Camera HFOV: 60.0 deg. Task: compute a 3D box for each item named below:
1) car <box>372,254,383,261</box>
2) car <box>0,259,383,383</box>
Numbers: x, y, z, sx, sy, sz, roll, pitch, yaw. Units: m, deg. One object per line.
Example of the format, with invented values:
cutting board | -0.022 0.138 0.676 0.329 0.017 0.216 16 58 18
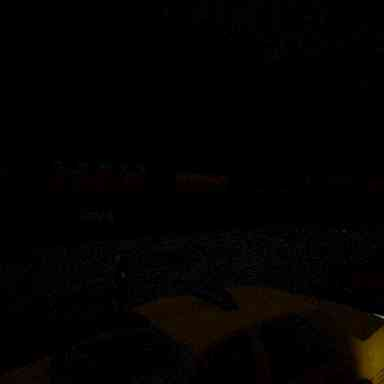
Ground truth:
car | 4.494 1.550 6.006 4.507 1.381 1.887 0 1 -35
car | -0.024 1.526 2.783 4.829 1.417 1.752 0 1 -35
